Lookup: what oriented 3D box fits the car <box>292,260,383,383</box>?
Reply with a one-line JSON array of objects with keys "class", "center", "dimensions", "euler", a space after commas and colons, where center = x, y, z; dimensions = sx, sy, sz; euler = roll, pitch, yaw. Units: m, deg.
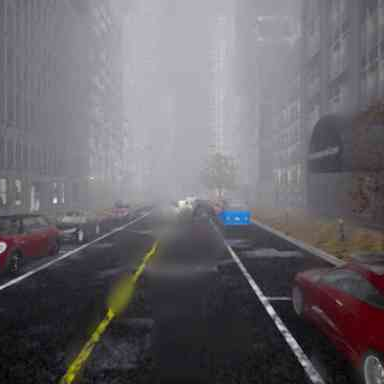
[{"class": "car", "center": [2.691, 1.589, 4.564], "dimensions": [1.802, 1.307, 4.206], "euler": [0, 0, 0]}]

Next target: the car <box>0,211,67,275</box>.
[{"class": "car", "center": [-5.690, 1.453, 10.259], "dimensions": [1.967, 1.590, 4.097], "euler": [0, 0, 0]}]

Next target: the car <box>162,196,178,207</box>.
[{"class": "car", "center": [-3.075, 1.646, 50.668], "dimensions": [1.895, 1.301, 4.718], "euler": [0, 0, 0]}]

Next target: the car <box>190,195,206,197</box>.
[{"class": "car", "center": [0.904, 1.545, 42.660], "dimensions": [1.837, 1.490, 4.892], "euler": [0, 0, 0]}]

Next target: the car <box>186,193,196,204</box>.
[{"class": "car", "center": [0.006, 1.270, 63.268], "dimensions": [2.150, 2.045, 5.566], "euler": [0, 0, 0]}]

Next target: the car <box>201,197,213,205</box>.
[{"class": "car", "center": [2.697, 1.600, 61.487], "dimensions": [2.008, 1.369, 4.403], "euler": [0, 0, 0]}]

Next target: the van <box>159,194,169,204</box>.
[{"class": "van", "center": [-5.683, 1.389, 67.184], "dimensions": [1.690, 1.788, 3.998], "euler": [0, 0, 0]}]

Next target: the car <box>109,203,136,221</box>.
[{"class": "car", "center": [-5.688, 1.609, 27.336], "dimensions": [1.802, 1.307, 4.206], "euler": [0, 0, 0]}]

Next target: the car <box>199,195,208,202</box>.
[{"class": "car", "center": [2.698, 1.481, 78.565], "dimensions": [1.967, 1.590, 4.097], "euler": [0, 0, 0]}]

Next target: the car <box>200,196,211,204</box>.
[{"class": "car", "center": [2.697, 1.599, 67.179], "dimensions": [2.008, 1.369, 4.403], "euler": [0, 0, 0]}]

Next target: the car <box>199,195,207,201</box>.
[{"class": "car", "center": [2.699, 1.477, 84.257], "dimensions": [1.967, 1.590, 4.097], "euler": [0, 0, 0]}]

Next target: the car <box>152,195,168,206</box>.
[{"class": "car", "center": [-5.685, 1.599, 55.799], "dimensions": [2.008, 1.369, 4.403], "euler": [0, 0, 0]}]

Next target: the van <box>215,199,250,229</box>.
[{"class": "van", "center": [2.692, 1.363, 21.641], "dimensions": [1.690, 1.788, 3.998], "euler": [0, 0, 0]}]

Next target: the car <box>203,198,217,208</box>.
[{"class": "car", "center": [2.695, 1.627, 50.102], "dimensions": [1.802, 1.307, 4.206], "euler": [0, 0, 0]}]

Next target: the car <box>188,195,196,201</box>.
[{"class": "car", "center": [0.007, 1.432, 78.237], "dimensions": [1.812, 1.442, 4.674], "euler": [0, 0, 0]}]

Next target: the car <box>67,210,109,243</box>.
[{"class": "car", "center": [-5.689, 1.568, 15.951], "dimensions": [2.008, 1.369, 4.403], "euler": [0, 0, 0]}]

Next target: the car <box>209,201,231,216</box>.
[{"class": "car", "center": [2.693, 1.614, 33.024], "dimensions": [1.802, 1.307, 4.206], "euler": [0, 0, 0]}]

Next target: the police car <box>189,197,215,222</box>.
[{"class": "police car", "center": [0.902, 1.452, 26.769], "dimensions": [1.930, 1.638, 5.238], "euler": [0, 0, 0]}]
